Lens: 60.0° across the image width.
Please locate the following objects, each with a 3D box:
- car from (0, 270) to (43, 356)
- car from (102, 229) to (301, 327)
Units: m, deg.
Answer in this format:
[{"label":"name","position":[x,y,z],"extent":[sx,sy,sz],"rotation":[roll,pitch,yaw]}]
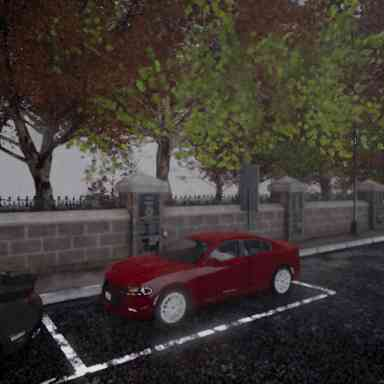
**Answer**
[{"label":"car","position":[-4.084,1.557,3.738],"extent":[4.403,1.369,2.008],"rotation":[0,0,-36]},{"label":"car","position":[0.395,1.522,6.998],"extent":[4.507,1.381,1.887],"rotation":[0,0,-36]}]
